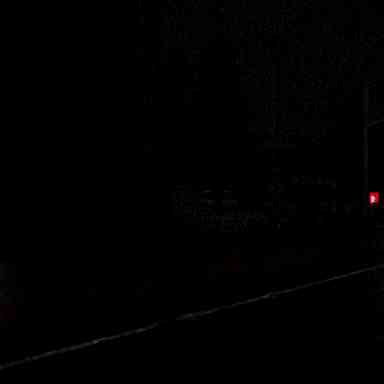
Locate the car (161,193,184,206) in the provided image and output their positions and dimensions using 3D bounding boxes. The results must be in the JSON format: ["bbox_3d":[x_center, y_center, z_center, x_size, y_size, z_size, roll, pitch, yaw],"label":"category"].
[{"bbox_3d":[-3.692,1.367,50.066,2.097,1.767,4.553,0,0,-35],"label":"car"}]

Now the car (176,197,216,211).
[{"bbox_3d":[0.453,1.579,38.347,1.994,1.385,4.181,0,0,-36],"label":"car"}]

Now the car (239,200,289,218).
[{"bbox_3d":[6.473,1.493,30.358,1.882,1.535,5.008,0,0,-37],"label":"car"}]

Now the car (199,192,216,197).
[{"bbox_3d":[4.889,1.112,92.279,1.932,1.855,4.605,0,0,-37],"label":"car"}]

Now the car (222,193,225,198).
[{"bbox_3d":[6.976,1.092,94.342,1.905,1.878,3.866,0,0,-37],"label":"car"}]
